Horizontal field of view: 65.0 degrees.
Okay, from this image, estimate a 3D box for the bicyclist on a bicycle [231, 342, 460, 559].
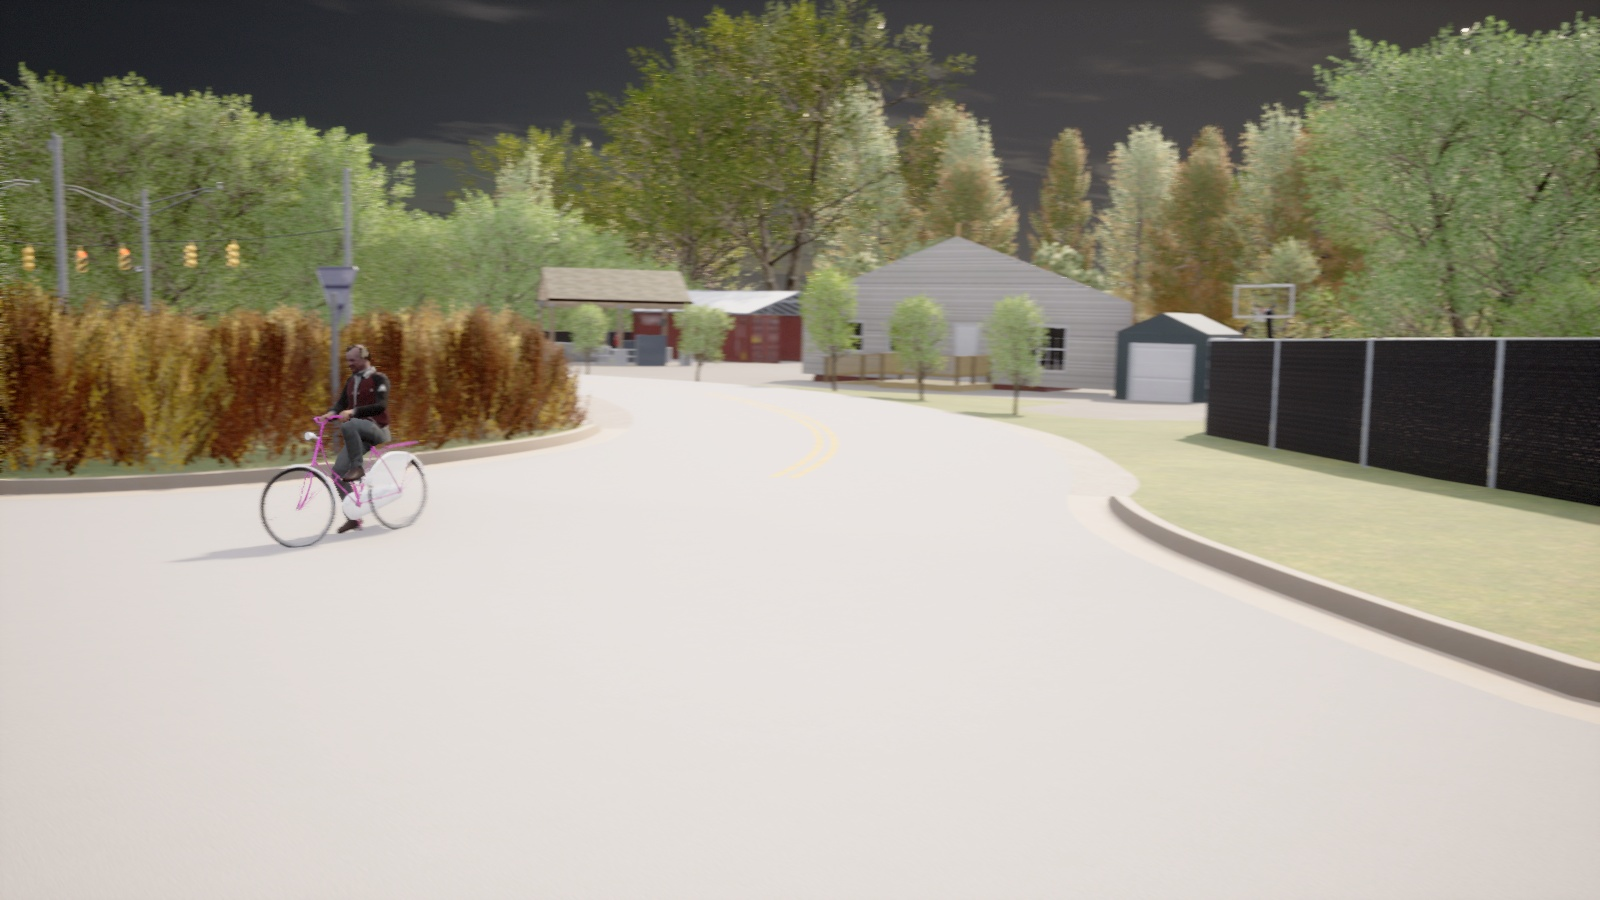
[{"bbox_3d":[-3.999,-0.065,11.218,0.659,1.776,1.843,2,5,31],"label":"bicyclist on a bicycle"}]
